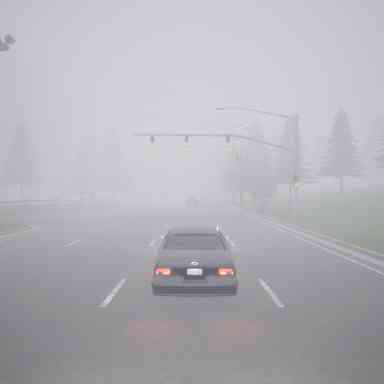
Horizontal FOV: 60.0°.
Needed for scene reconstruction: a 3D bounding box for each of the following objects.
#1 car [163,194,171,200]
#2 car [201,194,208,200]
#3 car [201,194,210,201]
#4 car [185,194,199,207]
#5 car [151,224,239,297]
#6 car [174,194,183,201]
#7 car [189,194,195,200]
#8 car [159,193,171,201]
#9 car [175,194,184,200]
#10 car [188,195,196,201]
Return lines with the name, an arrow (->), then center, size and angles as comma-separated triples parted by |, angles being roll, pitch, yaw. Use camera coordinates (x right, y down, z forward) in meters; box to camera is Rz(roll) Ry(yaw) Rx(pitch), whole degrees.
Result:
car -> -6.981, 1.385, 93.872 | 1.994, 1.385, 4.181 | 0, 0, 0
car -> 3.519, 1.310, 93.869 | 1.882, 1.535, 5.008 | 0, 0, 0
car -> 3.517, 1.492, 83.449 | 1.837, 1.490, 4.892 | 0, 0, 0
car -> 0.009, 1.352, 52.807 | 2.097, 1.767, 4.553 | 0, 0, 0
car -> 0.068, 1.547, 8.768 | 2.033, 1.411, 5.357 | 0, 0, 0
car -> -3.483, 1.517, 83.868 | 1.812, 1.442, 4.674 | 0, 0, 0
car -> 0.019, 1.310, 93.870 | 1.882, 1.535, 5.008 | 0, 0, 0
car -> -6.983, 1.217, 83.482 | 2.150, 2.045, 5.566 | 0, 0, 0
car -> -3.481, 1.357, 93.871 | 2.128, 1.511, 4.902 | 0, 0, 0
car -> 0.017, 1.531, 83.450 | 2.033, 1.411, 5.357 | 0, 0, 0
